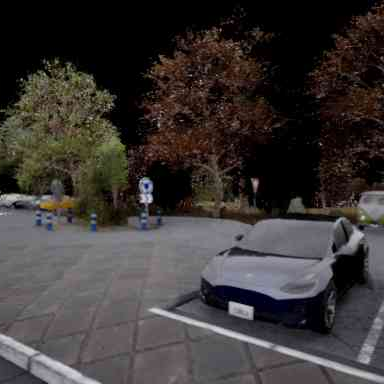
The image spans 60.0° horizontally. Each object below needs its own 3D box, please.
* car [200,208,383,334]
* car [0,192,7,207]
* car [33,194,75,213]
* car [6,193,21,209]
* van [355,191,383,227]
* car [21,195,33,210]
[{"bbox_3d":[2.070,1.196,6.425,2.163,1.488,4.792,1,1,36],"label":"car"},{"bbox_3d":[-19.011,1.033,37.581,2.002,1.452,4.674,2,1,36],"label":"car"},{"bbox_3d":[-12.386,1.214,32.773,2.097,1.535,5.008,2,1,36],"label":"car"},{"bbox_3d":[-16.785,1.097,35.934,2.163,1.488,4.792,2,1,36],"label":"car"},{"bbox_3d":[9.638,0.935,16.974,1.878,1.987,4.442,1,1,36],"label":"van"},{"bbox_3d":[-14.605,1.014,34.427,2.185,1.767,4.553,2,1,36],"label":"car"}]
